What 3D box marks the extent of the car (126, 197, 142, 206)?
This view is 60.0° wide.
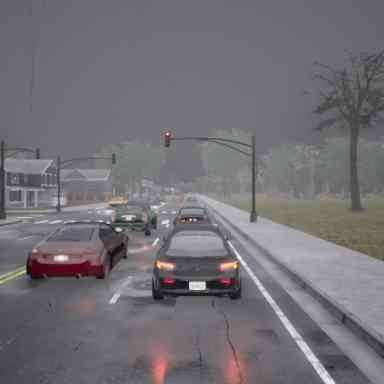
[{"bbox_3d":[-9.848,1.543,56.417,1.994,1.385,4.181,0,0,0],"label":"car"}]

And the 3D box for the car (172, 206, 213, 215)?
[{"bbox_3d":[0.031,1.504,17.424,1.837,1.490,4.892,0,0,1],"label":"car"}]

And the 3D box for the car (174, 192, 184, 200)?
[{"bbox_3d":[-3.268,1.029,85.070,2.150,2.045,5.566,0,0,0],"label":"car"}]

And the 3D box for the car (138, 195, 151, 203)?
[{"bbox_3d":[-9.764,1.493,68.989,2.128,1.511,4.902,0,0,0],"label":"car"}]

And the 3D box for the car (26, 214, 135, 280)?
[{"bbox_3d":[-3.149,1.563,9.977,1.994,1.385,4.181,0,0,0],"label":"car"}]

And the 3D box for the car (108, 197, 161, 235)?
[{"bbox_3d":[-3.164,1.351,18.656,2.097,1.767,4.553,0,0,0],"label":"car"}]

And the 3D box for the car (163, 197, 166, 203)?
[{"bbox_3d":[-6.515,1.524,68.964,1.994,1.385,4.181,0,0,0],"label":"car"}]

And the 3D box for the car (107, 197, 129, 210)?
[{"bbox_3d":[-9.860,1.467,44.455,1.882,1.535,5.008,0,0,-1],"label":"car"}]

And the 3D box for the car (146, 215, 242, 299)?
[{"bbox_3d":[0.099,1.525,8.295,1.812,1.442,4.674,0,0,0],"label":"car"}]

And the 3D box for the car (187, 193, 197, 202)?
[{"bbox_3d":[-0.016,1.508,75.036,1.994,1.385,4.181,0,0,0],"label":"car"}]

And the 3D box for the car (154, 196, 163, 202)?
[{"bbox_3d":[-6.598,1.471,55.945,2.128,1.511,4.902,0,0,0],"label":"car"}]

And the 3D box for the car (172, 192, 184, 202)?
[{"bbox_3d":[-3.266,1.311,75.006,2.097,1.767,4.553,0,0,0],"label":"car"}]
